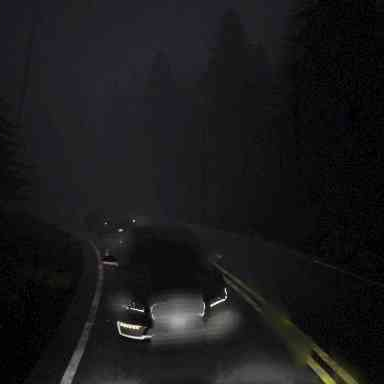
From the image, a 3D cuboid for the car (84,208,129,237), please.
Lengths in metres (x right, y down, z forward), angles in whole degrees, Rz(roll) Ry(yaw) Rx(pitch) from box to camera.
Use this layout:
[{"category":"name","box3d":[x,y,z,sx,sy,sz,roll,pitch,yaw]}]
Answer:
[{"category":"car","box3d":[-4.644,1.613,18.564,1.895,1.301,4.718,-3,1,-29]}]

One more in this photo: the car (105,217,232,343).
[{"category":"car","box3d":[-0.648,1.495,6.830,1.837,1.490,4.892,-1,0,-11]}]
